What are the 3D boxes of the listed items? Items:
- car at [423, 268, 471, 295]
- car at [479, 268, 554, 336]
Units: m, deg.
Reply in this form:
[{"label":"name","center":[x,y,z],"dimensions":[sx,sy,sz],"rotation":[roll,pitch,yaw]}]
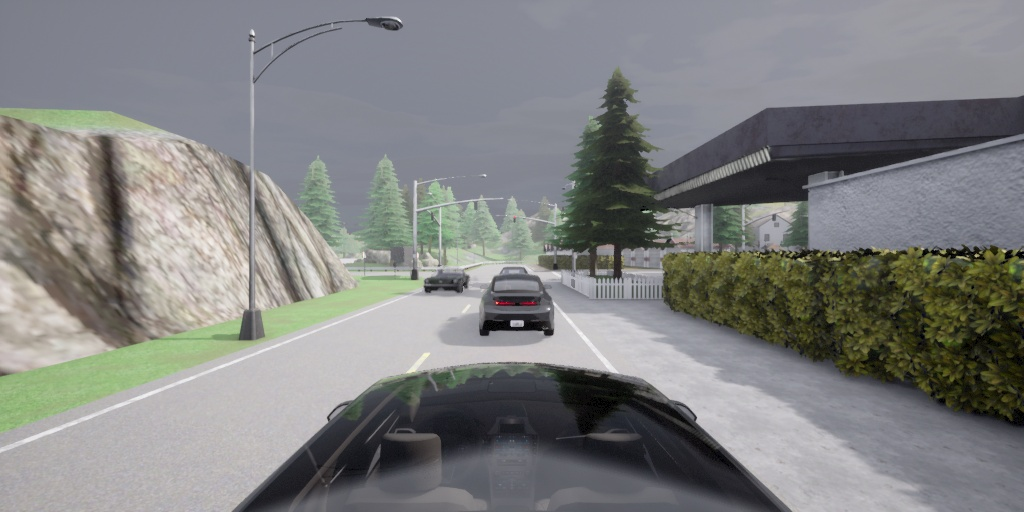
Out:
[{"label":"car","center":[-3.512,1.350,19.986],"dimensions":[1.895,1.301,4.718],"rotation":[0,0,1]},{"label":"car","center":[0.117,1.255,10.376],"dimensions":[1.837,1.490,4.892],"rotation":[0,0,0]}]
